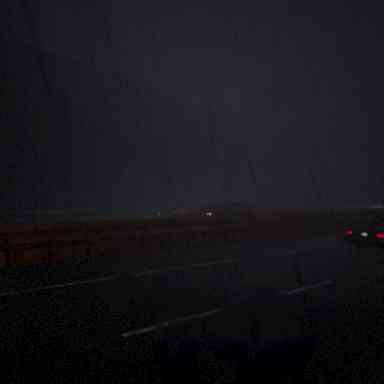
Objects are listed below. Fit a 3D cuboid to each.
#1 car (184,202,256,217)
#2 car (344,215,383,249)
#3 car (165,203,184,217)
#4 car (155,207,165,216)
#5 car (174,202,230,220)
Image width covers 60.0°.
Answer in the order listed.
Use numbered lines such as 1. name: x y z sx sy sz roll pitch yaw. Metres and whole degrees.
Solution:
1. car: 2.151 1.471 22.357 4.553 1.767 2.097 1 0 -32
2. car: 8.595 1.668 13.859 5.357 1.411 2.033 1 0 -33
3. car: 0.751 1.603 25.633 5.008 1.535 1.882 1 0 -32
4. car: -1.203 1.747 32.682 4.718 1.301 1.895 1 0 -32
5. car: 0.935 1.652 29.866 4.892 1.490 1.837 1 0 -32
